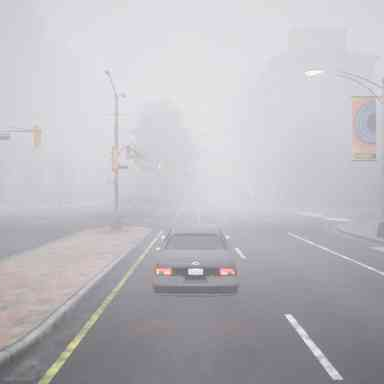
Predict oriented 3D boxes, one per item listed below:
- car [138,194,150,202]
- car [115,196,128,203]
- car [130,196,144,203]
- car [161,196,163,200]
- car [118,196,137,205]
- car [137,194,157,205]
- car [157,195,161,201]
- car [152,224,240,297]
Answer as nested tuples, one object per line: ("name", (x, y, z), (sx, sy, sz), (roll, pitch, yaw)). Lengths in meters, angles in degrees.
("car", (-11.394, 1.355, 79.549), (2.097, 1.767, 4.553), (0, 0, 0))
("car", (-14.657, 1.595, 69.419), (1.895, 1.301, 4.718), (0, 0, 0))
("car", (-11.407, 1.525, 69.537), (2.128, 1.511, 4.902), (0, 0, 0))
("car", (-7.896, 1.500, 77.779), (1.837, 1.490, 4.892), (0, 0, 0))
("car", (-11.489, 1.491, 59.616), (2.128, 1.511, 4.902), (0, 0, 0))
("car", (-7.994, 1.564, 58.932), (1.994, 1.385, 4.181), (0, 0, 1))
("car", (-7.928, 1.526, 67.449), (1.812, 1.442, 4.674), (0, 0, 1))
("car", (0.086, 1.547, 8.771), (2.033, 1.411, 5.357), (0, 0, 0))
